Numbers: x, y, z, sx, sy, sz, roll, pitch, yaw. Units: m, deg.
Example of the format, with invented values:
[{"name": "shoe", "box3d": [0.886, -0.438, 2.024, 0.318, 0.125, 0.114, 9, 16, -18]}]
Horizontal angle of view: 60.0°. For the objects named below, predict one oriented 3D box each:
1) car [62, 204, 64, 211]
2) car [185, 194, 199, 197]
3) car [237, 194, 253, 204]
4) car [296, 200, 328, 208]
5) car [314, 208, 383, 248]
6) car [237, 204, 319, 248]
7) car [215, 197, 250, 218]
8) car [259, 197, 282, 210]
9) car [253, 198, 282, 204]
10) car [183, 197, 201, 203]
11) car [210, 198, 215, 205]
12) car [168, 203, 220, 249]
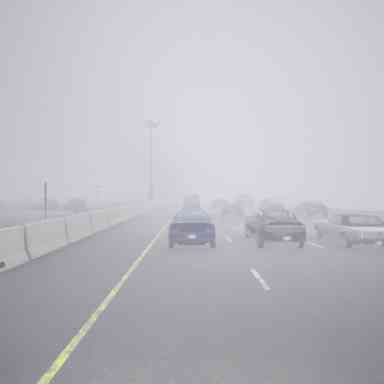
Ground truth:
[{"name": "car", "box3d": [-13.998, 1.549, 39.851, 1.837, 1.490, 4.892, 0, 0, 0]}, {"name": "car", "box3d": [0.002, 1.254, 44.881, 2.150, 2.045, 5.566, 0, 0, 0]}, {"name": "car", "box3d": [7.002, 1.258, 44.881, 2.150, 2.045, 5.566, 0, 0, 0]}, {"name": "car", "box3d": [10.502, 1.519, 29.651, 1.837, 1.490, 4.892, 0, 0, 0]}, {"name": "car", "box3d": [7.000, 1.616, 14.681, 1.895, 1.301, 4.718, 0, 0, 0]}, {"name": "car", "box3d": [3.501, 1.495, 14.651, 2.128, 1.511, 4.902, 0, 0, 0]}, {"name": "car", "box3d": [3.502, 1.494, 29.651, 2.128, 1.511, 4.902, 0, 0, 0]}, {"name": "car", "box3d": [10.502, 1.518, 44.851, 1.837, 1.490, 4.892, 0, 0, 0]}, {"name": "car", "box3d": [7.002, 1.517, 29.651, 1.837, 1.490, 4.892, 0, 0, 0]}, {"name": "car", "box3d": [0.002, 1.492, 29.651, 2.128, 1.511, 4.902, 0, 0, 0]}, {"name": "car", "box3d": [3.502, 1.515, 44.851, 1.837, 1.490, 4.892, 0, 0, 0]}, {"name": "car", "box3d": [0.001, 1.483, 14.651, 1.882, 1.535, 5.008, 0, 0, 0]}]
